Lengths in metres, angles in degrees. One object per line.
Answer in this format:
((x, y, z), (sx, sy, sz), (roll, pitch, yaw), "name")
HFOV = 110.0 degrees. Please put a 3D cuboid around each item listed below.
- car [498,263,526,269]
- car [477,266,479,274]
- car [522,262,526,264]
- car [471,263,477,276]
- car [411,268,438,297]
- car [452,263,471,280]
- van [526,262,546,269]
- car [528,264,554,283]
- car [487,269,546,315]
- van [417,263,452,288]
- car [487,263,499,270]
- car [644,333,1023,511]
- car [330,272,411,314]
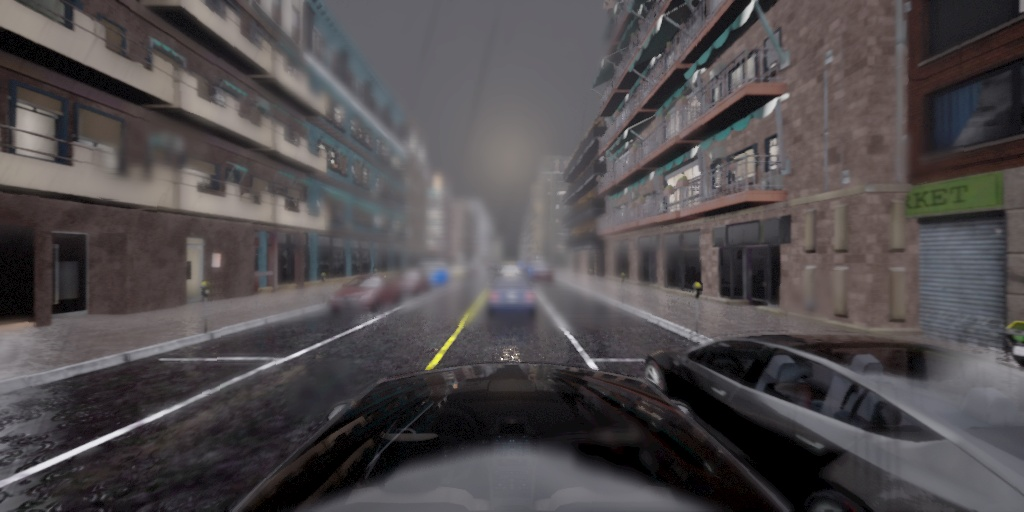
((0.027, 1.603, 30.741), (1.812, 1.442, 4.674), (0, 0, 0), "car")
((-5.722, 1.761, 50.352), (1.967, 1.591, 4.097), (0, 0, 0), "car")
((2.809, 1.953, 54.131), (1.802, 1.307, 4.207), (0, 0, 0), "car")
((-5.681, 1.791, 42.842), (1.948, 1.339, 4.313), (0, 0, 0), "car")
((-5.687, 1.536, 20.197), (1.802, 1.307, 4.207), (0, 0, 0), "car")
((-5.683, 1.681, 37.010), (1.751, 1.417, 4.829), (0, 0, 0), "car")
((2.698, 1.496, 37.152), (1.690, 1.789, 3.998), (0, 0, 0), "van")
((2.696, 1.632, 31.492), (1.888, 1.381, 4.507), (0, 0, 0), "car")
((0.012, 1.436, 14.376), (2.033, 1.411, 5.357), (0, -1, 0), "car")
((-5.685, 1.361, 25.859), (1.690, 1.789, 3.998), (0, 0, 0), "van")
((-2.995, 2.003, 60.371), (2.033, 1.411, 5.357), (0, -1, 0), "car")
((2.690, 1.331, 3.185), (1.948, 1.339, 4.313), (0, 0, 0), "car")
((-5.688, 1.471, 14.536), (1.802, 1.307, 4.207), (0, 0, 0), "car")
